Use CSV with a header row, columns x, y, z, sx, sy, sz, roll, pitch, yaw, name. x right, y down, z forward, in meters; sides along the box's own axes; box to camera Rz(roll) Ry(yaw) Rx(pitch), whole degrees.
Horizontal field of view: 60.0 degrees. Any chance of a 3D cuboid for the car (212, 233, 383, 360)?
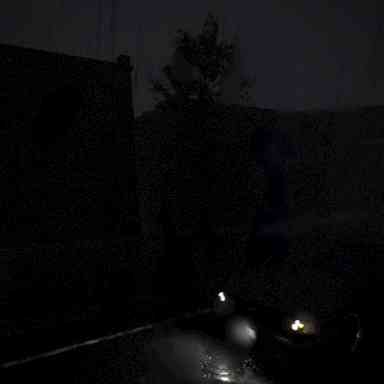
x,y,z,sx,sy,sz,roll,pitch,yaw,name
2.931,1.506,6.082,5.357,1.411,2.033,0,0,-35,car
